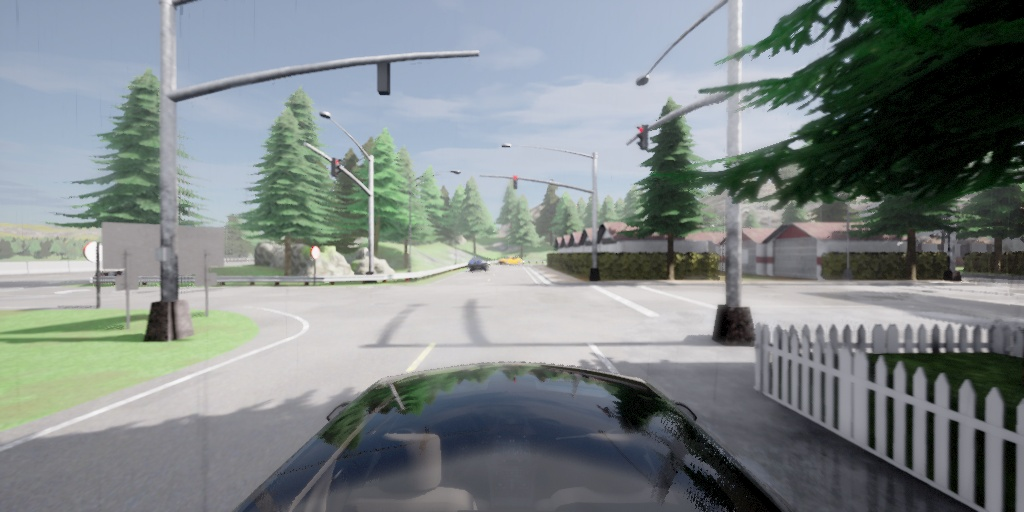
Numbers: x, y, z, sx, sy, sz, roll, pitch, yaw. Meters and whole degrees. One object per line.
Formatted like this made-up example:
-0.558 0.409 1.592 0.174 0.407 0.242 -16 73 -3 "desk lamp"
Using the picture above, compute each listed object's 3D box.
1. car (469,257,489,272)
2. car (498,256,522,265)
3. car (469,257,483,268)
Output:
-3.601 1.103 40.095 1.895 1.301 4.718 0 0 0 "car"
-0.378 0.817 63.296 1.882 1.535 5.008 0 0 43 "car"
-5.156 0.899 51.910 1.882 1.535 5.008 0 0 -5 "car"
